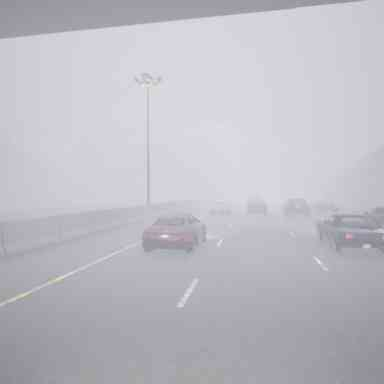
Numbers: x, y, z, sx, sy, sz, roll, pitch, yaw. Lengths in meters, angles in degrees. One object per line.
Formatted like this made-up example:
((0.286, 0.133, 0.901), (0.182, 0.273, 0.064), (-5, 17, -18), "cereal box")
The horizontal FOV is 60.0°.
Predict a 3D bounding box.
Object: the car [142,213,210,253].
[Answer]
((-0.600, 1.551, 13.819), (1.994, 1.385, 4.181), (0, 0, 10), "car")

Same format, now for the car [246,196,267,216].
((6.283, 1.453, 32.335), (1.882, 1.535, 5.008), (0, 0, 10), "car")

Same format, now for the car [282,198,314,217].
((9.570, 1.332, 30.841), (2.097, 1.767, 4.553), (0, 0, 10), "car")

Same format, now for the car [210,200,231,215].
((2.867, 1.499, 33.120), (1.812, 1.442, 4.674), (0, 0, 10), "car")

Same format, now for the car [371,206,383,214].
((10.855, 1.495, 18.201), (1.837, 1.490, 4.892), (0, 0, 10), "car")

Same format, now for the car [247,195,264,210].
((8.127, 1.320, 42.592), (2.097, 1.767, 4.553), (0, 0, 10), "car")

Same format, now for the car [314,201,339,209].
((13.848, 1.578, 34.857), (1.895, 1.301, 4.718), (0, 0, 10), "car")

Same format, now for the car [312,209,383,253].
((6.506, 1.592, 13.786), (1.895, 1.301, 4.718), (0, 0, 10), "car")
